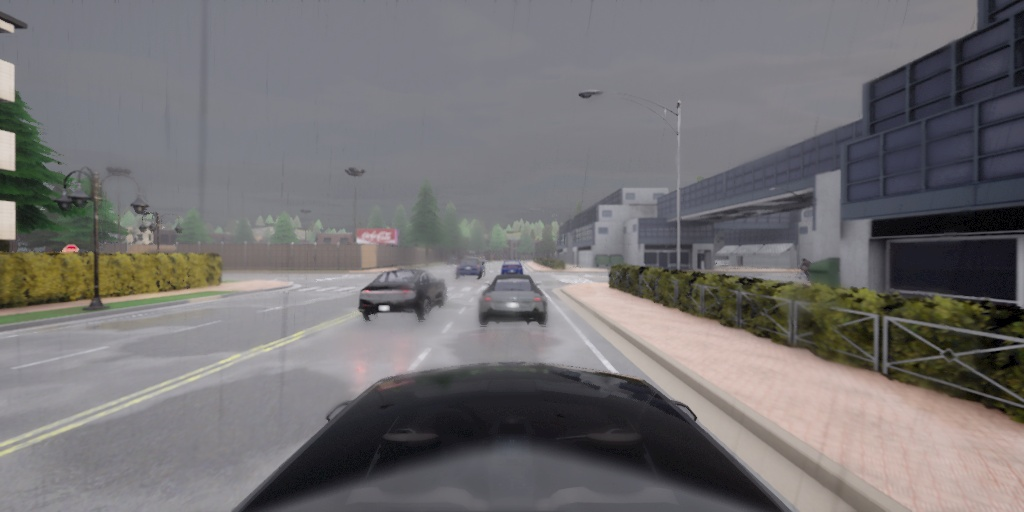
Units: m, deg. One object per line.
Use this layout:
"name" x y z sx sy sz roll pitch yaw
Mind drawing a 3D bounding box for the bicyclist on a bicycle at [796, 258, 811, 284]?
"bicyclist on a bicycle" 18.265 0.968 22.229 0.582 1.620 1.656 0 0 0

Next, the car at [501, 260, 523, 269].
"car" 0.019 1.100 32.809 1.882 1.535 5.008 0 0 0

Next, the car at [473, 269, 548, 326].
"car" 0.036 1.274 11.497 1.994 1.385 4.181 0 0 0

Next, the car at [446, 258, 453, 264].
"car" -10.424 1.058 64.220 1.994 1.385 4.181 0 0 1

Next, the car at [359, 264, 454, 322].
"car" -3.463 1.199 12.163 2.128 1.511 4.902 0 0 0

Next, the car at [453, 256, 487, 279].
"car" -3.489 0.982 30.957 2.097 1.767 4.553 0 0 0
